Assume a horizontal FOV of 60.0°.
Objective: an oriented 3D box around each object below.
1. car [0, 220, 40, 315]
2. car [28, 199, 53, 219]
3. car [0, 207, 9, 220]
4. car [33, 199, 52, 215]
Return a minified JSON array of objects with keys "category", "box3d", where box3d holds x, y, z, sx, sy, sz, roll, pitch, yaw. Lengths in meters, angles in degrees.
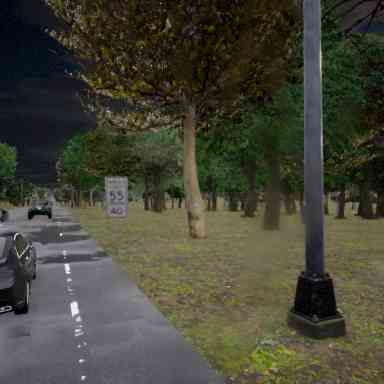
[{"category":"car","box3d":[-4.534,1.602,7.347,1.837,1.490,4.892,0,-1,-22]},{"category":"car","box3d":[-15.952,1.742,35.056,2.150,2.045,5.566,0,-1,-22]},{"category":"car","box3d":[-17.749,2.039,29.923,1.994,1.385,4.181,0,-1,-22]},{"category":"car","box3d":[-20.112,1.921,44.997,2.150,2.045,5.566,0,-1,-22]}]
